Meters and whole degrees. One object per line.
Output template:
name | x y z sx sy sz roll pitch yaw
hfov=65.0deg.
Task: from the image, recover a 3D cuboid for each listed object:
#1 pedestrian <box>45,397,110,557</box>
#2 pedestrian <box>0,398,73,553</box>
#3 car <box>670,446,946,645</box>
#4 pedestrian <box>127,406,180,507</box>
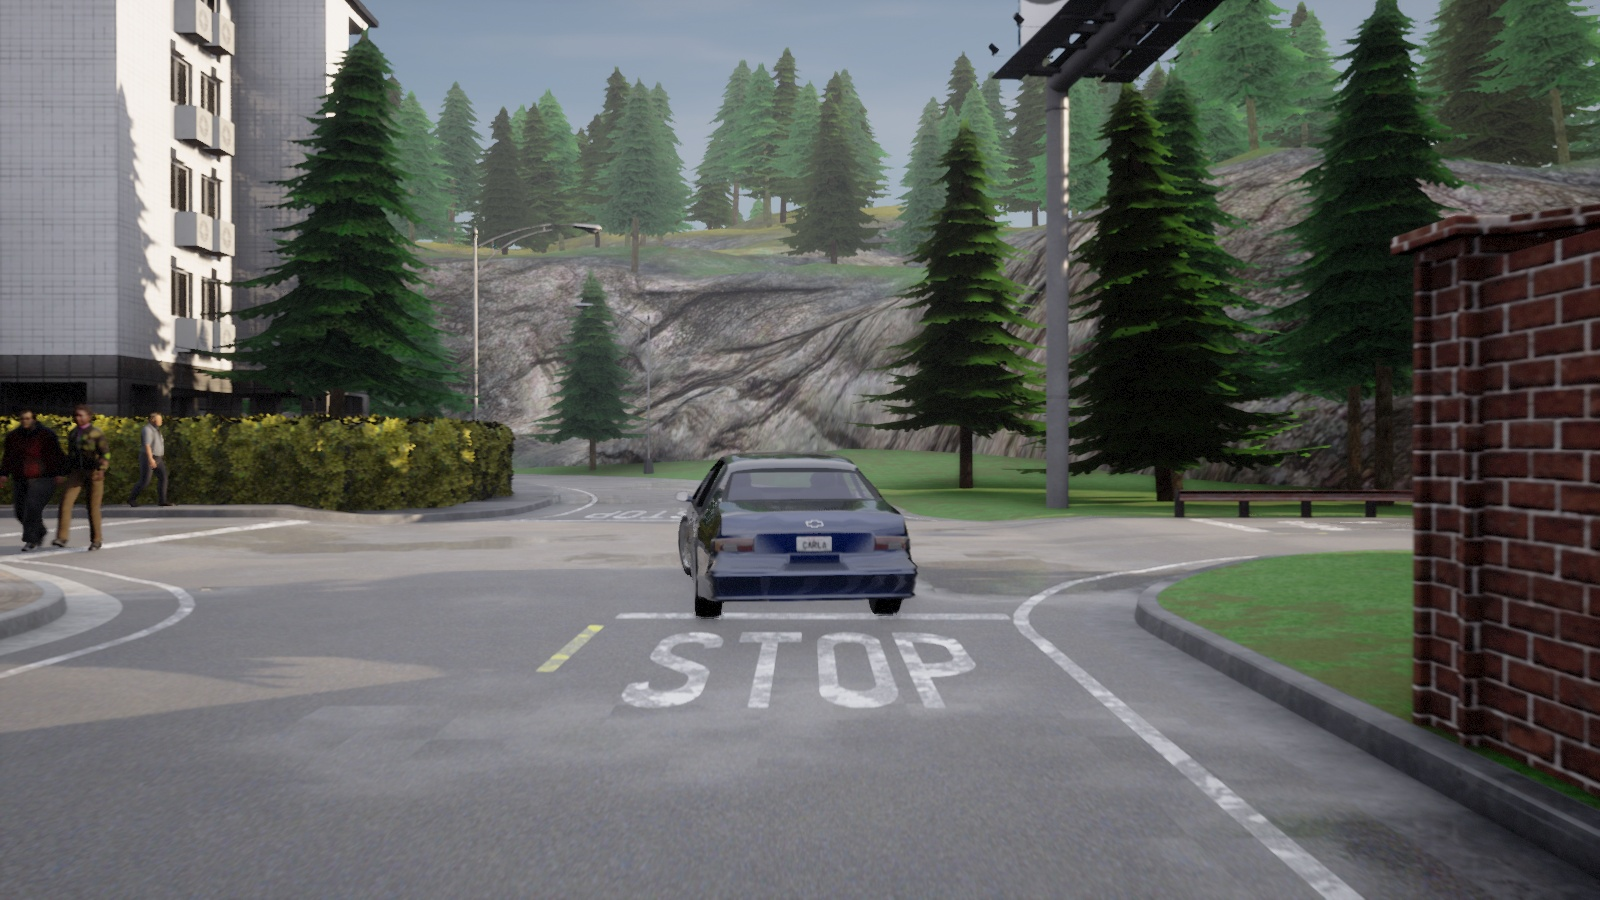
pedestrian | -8.885 0.326 15.450 0.395 1.930 0.692 0 0 0
pedestrian | -9.499 0.301 15.430 0.634 1.844 0.899 0 0 -3
car | -0.199 0.719 12.312 2.033 1.411 5.357 0 1 -7
pedestrian | -12.029 0.122 23.370 0.694 1.848 0.540 0 0 7
